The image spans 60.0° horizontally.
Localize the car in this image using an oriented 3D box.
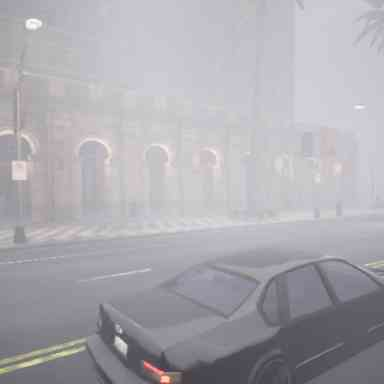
[{"bbox_3d":[1.346,1.518,4.704,5.357,1.411,2.033,-1,0,-35],"label":"car"}]
